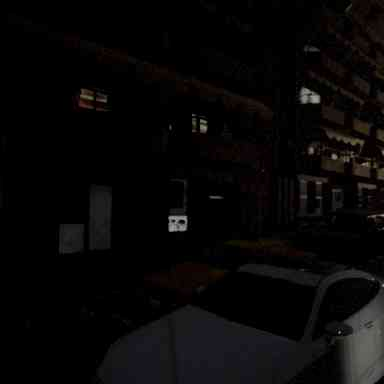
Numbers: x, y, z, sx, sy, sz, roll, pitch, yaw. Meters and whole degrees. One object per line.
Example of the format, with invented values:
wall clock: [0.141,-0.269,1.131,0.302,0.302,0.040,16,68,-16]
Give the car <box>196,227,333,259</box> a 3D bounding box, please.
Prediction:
car: [1.135,1.688,7.491,4.829,1.417,1.752,1,0,-42]

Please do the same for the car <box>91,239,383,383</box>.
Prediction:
car: [1.132,1.615,4.054,4.674,1.442,1.812,1,-2,-42]

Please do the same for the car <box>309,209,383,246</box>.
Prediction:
car: [5.365,1.552,11.318,5.009,1.841,2.192,1,0,-42]
